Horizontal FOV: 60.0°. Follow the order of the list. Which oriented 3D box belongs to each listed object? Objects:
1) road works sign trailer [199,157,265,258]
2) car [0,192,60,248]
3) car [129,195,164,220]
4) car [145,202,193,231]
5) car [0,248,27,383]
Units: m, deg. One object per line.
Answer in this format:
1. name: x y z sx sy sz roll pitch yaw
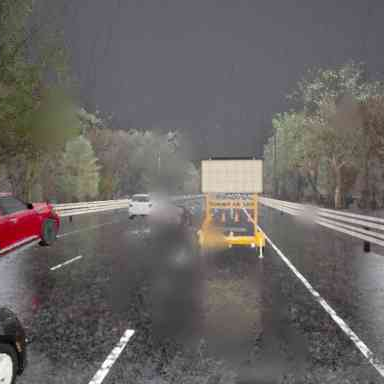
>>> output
1. road works sign trailer: 1.545 0.468 12.924 2.380 3.560 2.880 0 0 7
2. car: -5.816 1.016 9.025 2.150 2.045 5.566 -3 8 6
3. car: -3.704 1.224 28.368 2.150 2.045 5.566 0 0 6
4. car: -1.061 1.551 20.426 2.033 1.411 5.357 0 0 6
5. car: -2.988 1.505 1.928 1.837 1.490 4.892 0 0 6
